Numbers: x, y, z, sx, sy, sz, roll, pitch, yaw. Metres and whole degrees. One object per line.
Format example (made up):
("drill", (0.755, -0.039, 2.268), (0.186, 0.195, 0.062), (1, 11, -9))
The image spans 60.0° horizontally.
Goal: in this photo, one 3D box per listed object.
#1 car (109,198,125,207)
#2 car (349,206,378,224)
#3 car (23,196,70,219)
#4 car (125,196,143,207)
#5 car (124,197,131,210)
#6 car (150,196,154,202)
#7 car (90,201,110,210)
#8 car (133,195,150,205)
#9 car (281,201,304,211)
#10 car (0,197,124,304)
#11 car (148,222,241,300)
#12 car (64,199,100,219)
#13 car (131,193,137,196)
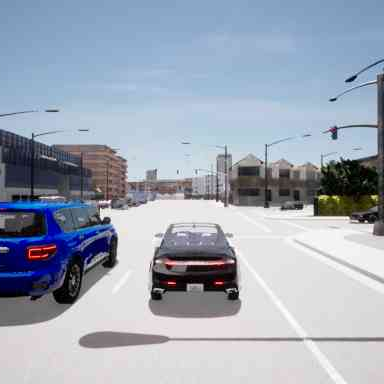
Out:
("car", (-14.121, 1.904, 63.079), (1.837, 1.490, 4.892), (0, 1, 0))
("car", (15.071, 1.686, 25.515), (5.357, 1.411, 2.033), (0, -1, 0))
("car", (-14.137, 1.463, 32.763), (2.150, 2.045, 5.566), (0, -1, 0))
("car", (-10.640, 1.923, 59.764), (1.837, 1.490, 4.892), (0, 0, 0))
("car", (-10.653, 1.903, 48.730), (1.837, 1.490, 4.892), (0, -1, 0))
("car", (-10.598, 1.700, 83.230), (2.128, 1.511, 4.902), (0, 0, 0))
("car", (-14.156, 2.028, 51.551), (1.895, 1.301, 4.718), (0, 0, 0))
("car", (-10.582, 1.865, 69.472), (2.033, 1.411, 5.357), (0, 1, 0))
("car", (14.866, 2.026, 49.002), (4.181, 1.385, 1.994), (1, -1, -45))
("car", (-3.442, 1.239, 8.343), (2.150, 2.045, 5.566), (0, 0, 0))
("car", (0.059, 1.506, 8.387), (2.128, 1.511, 4.902), (0, 0, 0))
("car", (-10.638, 1.587, 32.538), (2.097, 1.767, 4.553), (0, -1, 0))
("car", (-14.086, 1.622, 73.277), (2.097, 1.767, 4.553), (0, 1, 0))
